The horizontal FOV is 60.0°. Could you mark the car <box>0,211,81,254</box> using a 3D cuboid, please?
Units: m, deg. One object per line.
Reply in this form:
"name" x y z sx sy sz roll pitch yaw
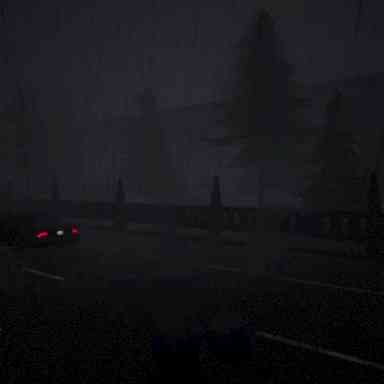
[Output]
"car" -6.643 1.456 13.085 5.357 1.411 2.033 1 0 36
